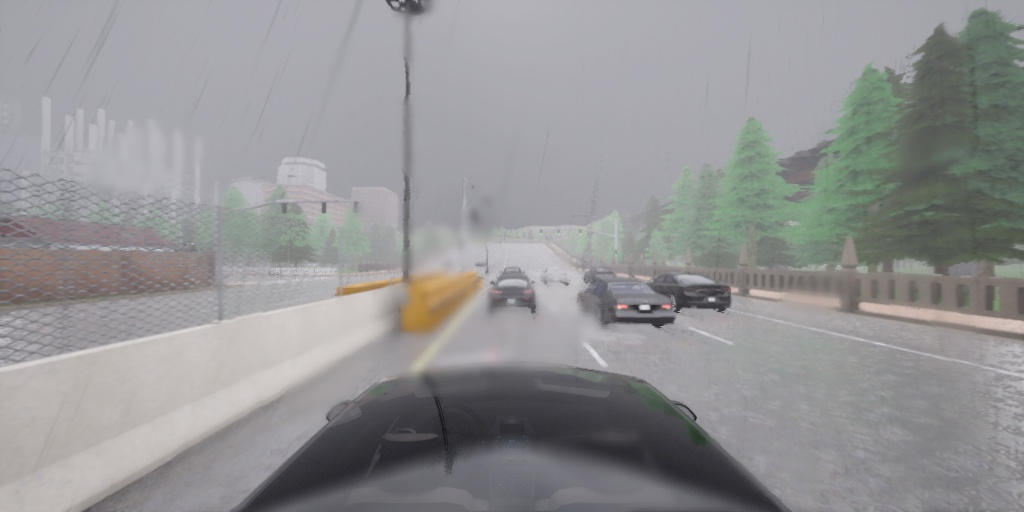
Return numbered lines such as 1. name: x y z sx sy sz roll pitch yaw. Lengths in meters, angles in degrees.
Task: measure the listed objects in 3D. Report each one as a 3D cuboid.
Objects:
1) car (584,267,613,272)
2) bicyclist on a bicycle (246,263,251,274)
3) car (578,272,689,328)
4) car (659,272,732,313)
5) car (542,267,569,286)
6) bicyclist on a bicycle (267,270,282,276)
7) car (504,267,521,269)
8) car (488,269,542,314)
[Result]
1. car: 7.044 1.626 29.143 2.128 1.511 4.902 0 -1 1
2. bicyclist on a bicycle: -36.200 1.718 49.269 0.582 1.620 1.656 1 -1 -35
3. car: 3.521 1.441 11.981 2.033 1.411 5.357 0 -1 0
4. car: 7.053 1.415 15.092 1.882 1.535 5.008 0 -1 1
5. car: 3.552 1.669 29.837 1.812 1.442 4.674 0 -1 1
6. bicyclist on a bicycle: -30.698 2.317 46.226 1.656 0.582 1.620 31 11 13
7. car: 0.044 1.640 29.169 1.837 1.490 4.892 0 0 1
8. car: 0.051 1.458 14.775 1.812 1.442 4.674 0 -1 1
